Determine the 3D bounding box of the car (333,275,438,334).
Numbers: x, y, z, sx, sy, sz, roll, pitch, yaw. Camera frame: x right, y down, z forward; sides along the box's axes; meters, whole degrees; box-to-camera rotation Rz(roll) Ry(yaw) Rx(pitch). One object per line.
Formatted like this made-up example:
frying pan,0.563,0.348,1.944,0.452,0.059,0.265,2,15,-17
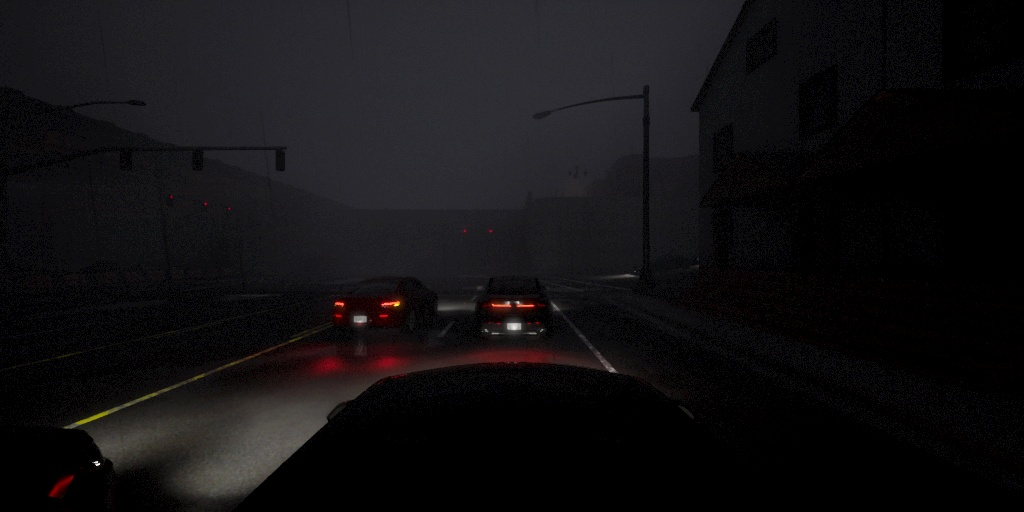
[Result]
car,-3.454,1.276,10.470,1.812,1.442,4.674,0,0,0

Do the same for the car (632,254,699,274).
car,13.025,0.603,30.447,5.357,1.411,2.033,-7,0,-1

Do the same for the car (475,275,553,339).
car,0.042,1.255,10.055,1.837,1.490,4.892,0,0,0

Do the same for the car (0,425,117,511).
car,-3.401,1.255,0.187,1.837,1.490,4.892,0,0,0
